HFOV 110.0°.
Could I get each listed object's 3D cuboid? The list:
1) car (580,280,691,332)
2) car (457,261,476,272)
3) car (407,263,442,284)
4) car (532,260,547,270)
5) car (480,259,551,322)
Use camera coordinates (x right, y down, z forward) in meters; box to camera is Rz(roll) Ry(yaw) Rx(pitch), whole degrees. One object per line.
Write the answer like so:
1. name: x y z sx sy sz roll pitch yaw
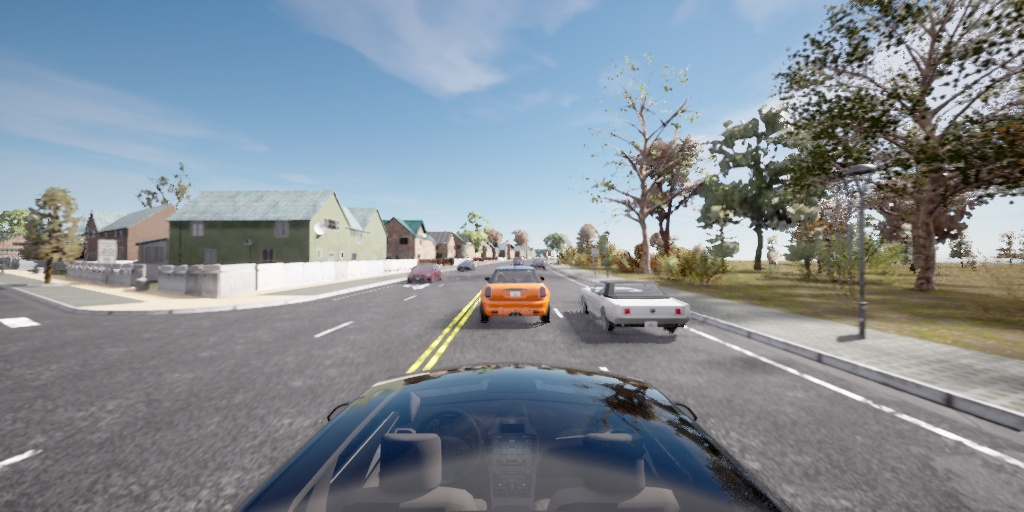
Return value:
1. car: 3.349 1.357 10.821 1.895 1.301 4.718 0 0 0
2. car: -6.030 1.319 47.793 2.033 1.411 5.357 0 0 2
3. car: -6.519 1.292 27.230 1.812 1.442 4.674 0 0 1
4. car: 4.047 1.309 53.290 2.033 1.411 5.357 0 0 3
5. car: 0.099 1.109 12.385 2.097 1.767 4.553 0 0 0
